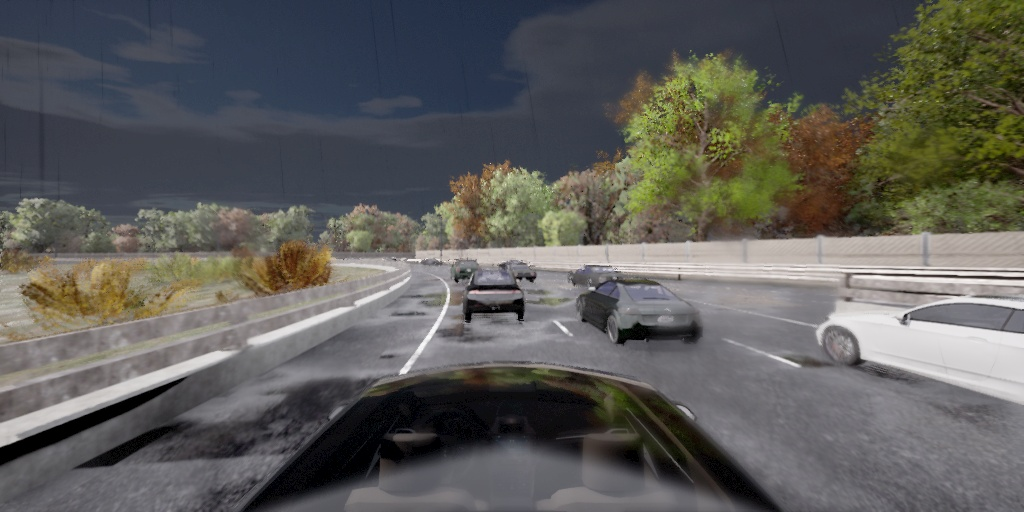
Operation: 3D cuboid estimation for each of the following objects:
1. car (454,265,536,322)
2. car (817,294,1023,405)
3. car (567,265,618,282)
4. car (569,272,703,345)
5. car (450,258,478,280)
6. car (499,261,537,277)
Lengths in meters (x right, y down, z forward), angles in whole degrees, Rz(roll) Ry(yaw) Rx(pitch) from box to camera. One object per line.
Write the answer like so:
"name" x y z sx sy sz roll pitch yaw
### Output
"car" -0.682 1.221 12.337 2.128 1.511 4.902 0 0 -5
"car" 6.828 1.246 4.917 1.812 1.442 4.674 0 0 -2
"car" 5.013 1.237 21.725 2.033 1.411 5.357 0 0 -11
"car" 3.068 1.287 9.481 1.994 1.385 4.181 0 0 -4
"car" -3.697 1.057 28.353 2.097 1.767 4.553 0 0 -14
"car" 0.291 1.295 26.975 1.895 1.301 4.718 0 0 -14
